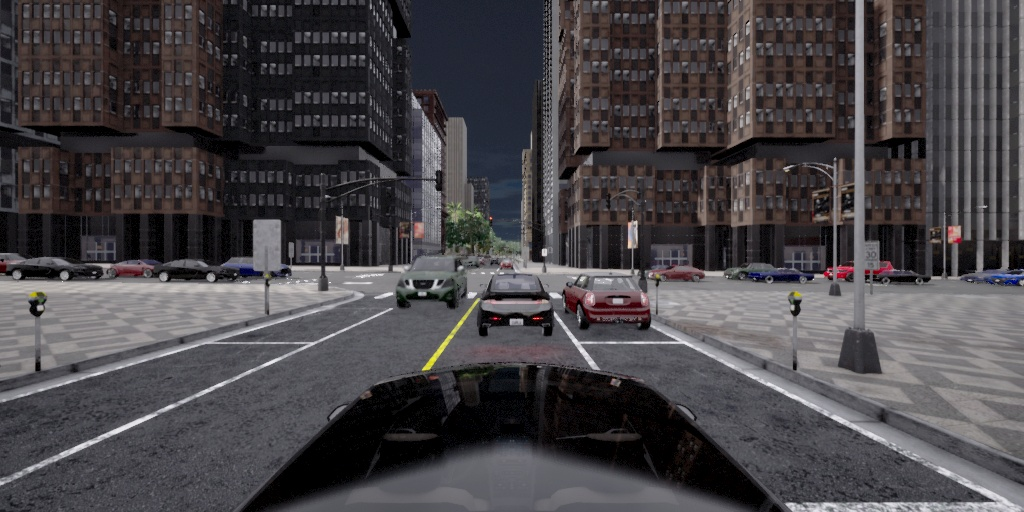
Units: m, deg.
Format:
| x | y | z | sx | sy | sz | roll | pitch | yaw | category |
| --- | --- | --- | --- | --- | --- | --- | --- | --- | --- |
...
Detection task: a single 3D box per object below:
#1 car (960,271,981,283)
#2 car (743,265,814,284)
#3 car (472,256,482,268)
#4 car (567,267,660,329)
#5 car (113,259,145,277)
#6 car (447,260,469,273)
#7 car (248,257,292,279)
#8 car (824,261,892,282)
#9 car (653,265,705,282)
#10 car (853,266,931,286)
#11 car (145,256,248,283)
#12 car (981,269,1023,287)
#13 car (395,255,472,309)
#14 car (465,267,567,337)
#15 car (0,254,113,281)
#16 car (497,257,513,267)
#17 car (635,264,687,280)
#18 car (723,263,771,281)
| x | y | z | sx | sy | sz | roll | pitch | yaw | category |
| --- | --- | --- | --- | --- | --- | --- | --- | --- | --- |
| 47.106 | 2.001 | 34.801 | 5.357 | 1.411 | 2.033 | 1 | 0 | 0 | car |
| 23.454 | 1.711 | 31.425 | 4.718 | 1.301 | 1.895 | 1 | 0 | -1 | car |
| -6.675 | 0.985 | 59.705 | 2.150 | 2.045 | 5.566 | 0 | 0 | -1 | car |
| 2.733 | 1.188 | 11.208 | 1.967 | 1.591 | 4.097 | 0 | 0 | 0 | car |
| -28.209 | 0.942 | 27.506 | 4.181 | 1.385 | 1.994 | 1 | 0 | -1 | car |
| -6.514 | 1.281 | 43.990 | 2.033 | 1.411 | 5.357 | 0 | 0 | -1 | car |
| -19.566 | 0.852 | 27.588 | 4.553 | 1.767 | 2.097 | 1 | 0 | 0 | car |
| 33.656 | 1.476 | 34.756 | 5.566 | 2.045 | 2.150 | 1 | 0 | -1 | car |
| 14.350 | 1.504 | 31.341 | 4.674 | 1.442 | 1.812 | 1 | 0 | -1 | car |
| 33.484 | 1.857 | 31.506 | 4.718 | 1.301 | 1.895 | 1 | 0 | 0 | car |
| -21.275 | 0.958 | 24.323 | 5.008 | 1.535 | 1.882 | 1 | 0 | -1 | car |
| 45.241 | 1.907 | 31.551 | 5.008 | 1.535 | 1.882 | 0 | 0 | 0 | car |
| -3.163 | 0.969 | 15.280 | 2.150 | 2.045 | 5.566 | 0 | 0 | -1 | car |
| 0.075 | 1.240 | 10.322 | 2.128 | 1.511 | 4.902 | 0 | 0 | -1 | car |
| -30.742 | 0.824 | 24.240 | 5.008 | 1.535 | 1.882 | 1 | 0 | 0 | car |
| -0.765 | 1.192 | 52.589 | 1.967 | 1.591 | 4.097 | 0 | 0 | -1 | car |
| 14.338 | 1.538 | 34.593 | 4.181 | 1.385 | 1.994 | 1 | 0 | -1 | car |
| 23.042 | 1.452 | 34.670 | 4.553 | 1.767 | 2.097 | 1 | 0 | -1 | car |
